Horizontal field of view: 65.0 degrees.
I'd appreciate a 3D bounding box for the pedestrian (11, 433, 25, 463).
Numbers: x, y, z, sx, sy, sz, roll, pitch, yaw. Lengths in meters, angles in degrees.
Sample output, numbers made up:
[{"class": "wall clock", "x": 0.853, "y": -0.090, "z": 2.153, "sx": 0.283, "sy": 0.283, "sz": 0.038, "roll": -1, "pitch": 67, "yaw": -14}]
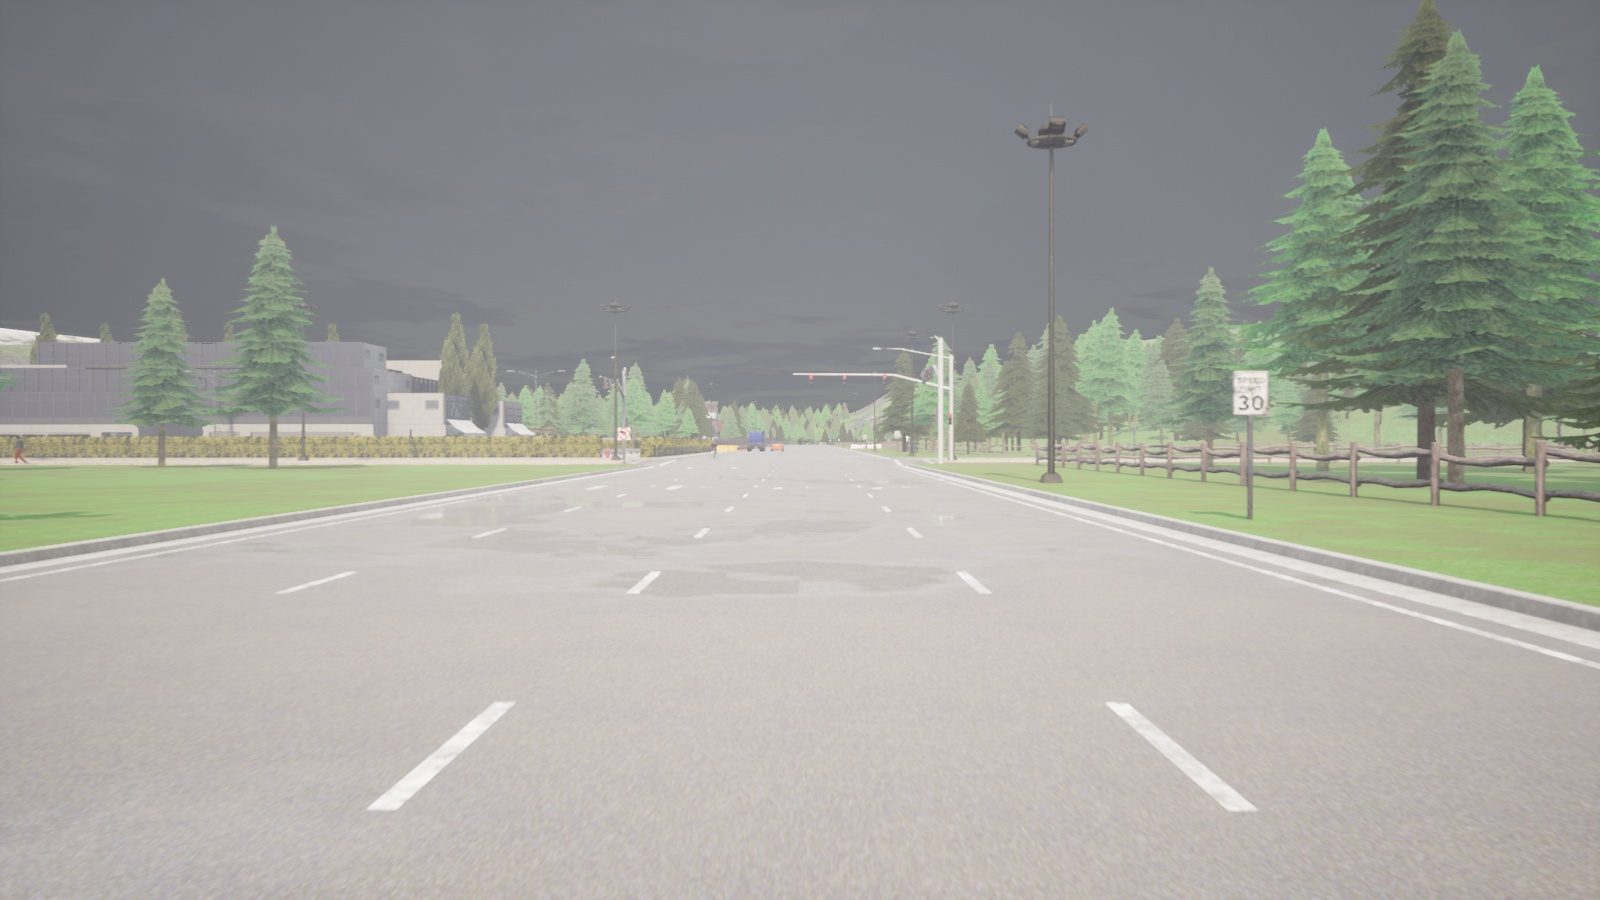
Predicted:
[{"class": "pedestrian", "x": -48.633, "y": -0.119, "z": 78.090, "sx": 0.614, "sy": 1.847, "sz": 0.353, "roll": 0, "pitch": 0, "yaw": 1}]
